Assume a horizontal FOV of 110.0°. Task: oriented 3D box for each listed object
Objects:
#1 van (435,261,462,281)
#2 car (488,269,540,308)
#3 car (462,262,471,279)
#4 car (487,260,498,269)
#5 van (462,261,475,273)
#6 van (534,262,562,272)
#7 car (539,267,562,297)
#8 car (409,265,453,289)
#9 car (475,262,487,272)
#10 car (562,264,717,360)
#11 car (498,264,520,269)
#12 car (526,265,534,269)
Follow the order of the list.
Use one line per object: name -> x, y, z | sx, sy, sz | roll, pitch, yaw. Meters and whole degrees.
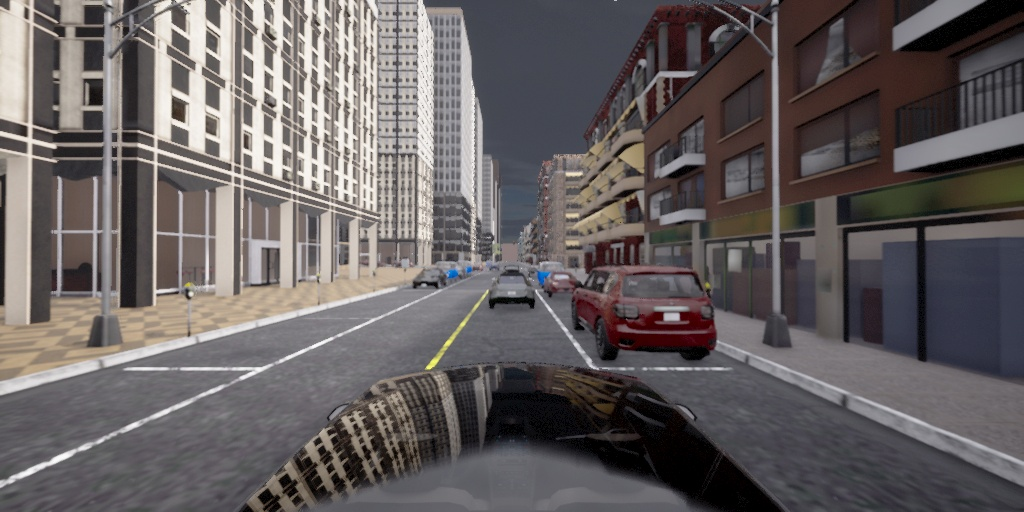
van -> -5.704, 1.369, 30.998 | 1.690, 1.789, 3.998 | 0, 0, 0
car -> -0.001, 1.450, 16.130 | 1.994, 1.385, 4.181 | 0, 0, 0
car -> -5.706, 1.634, 36.646 | 2.007, 1.370, 4.403 | 0, 0, 0
car -> -3.029, 1.889, 62.596 | 2.033, 1.411, 5.357 | 0, -1, 0
van -> -5.708, 1.480, 42.294 | 1.690, 1.789, 3.998 | 0, 0, 0
van -> 2.680, 1.315, 25.353 | 1.690, 1.789, 3.998 | 0, 0, 0
car -> 2.682, 1.502, 19.705 | 1.802, 1.307, 4.207 | 0, 0, 0
car -> -5.700, 1.540, 25.349 | 1.948, 1.339, 4.313 | 0, 0, 0
car -> -5.716, 1.748, 59.239 | 1.967, 1.591, 4.097 | 0, 0, 0
car -> 2.688, 1.127, 8.408 | 2.192, 1.841, 5.009 | 0, 0, 0
car -> -0.009, 1.538, 31.143 | 1.837, 1.490, 4.892 | 0, 0, 0
car -> 2.672, 1.690, 42.298 | 2.007, 1.370, 4.403 | 0, 0, 0
